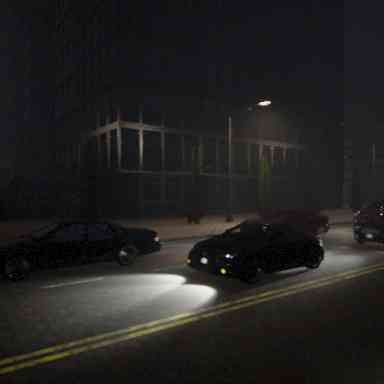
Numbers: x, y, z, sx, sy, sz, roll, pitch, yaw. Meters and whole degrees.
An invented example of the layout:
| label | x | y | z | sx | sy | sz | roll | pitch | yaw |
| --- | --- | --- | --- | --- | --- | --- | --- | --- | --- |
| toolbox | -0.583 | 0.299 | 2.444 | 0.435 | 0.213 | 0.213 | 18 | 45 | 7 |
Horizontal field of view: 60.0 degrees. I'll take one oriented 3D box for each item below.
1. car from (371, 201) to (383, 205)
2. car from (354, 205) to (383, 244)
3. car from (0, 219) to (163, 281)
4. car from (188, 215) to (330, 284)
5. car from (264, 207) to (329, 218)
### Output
| label | x | y | z | sx | sy | sz | roll | pitch | yaw |
| --- | --- | --- | --- | --- | --- | --- | --- | --- | --- |
| car | 12.418 | 1.375 | 21.409 | 4.553 | 1.767 | 2.097 | 0 | 0 | -35 |
| car | 9.113 | 1.508 | 14.749 | 4.902 | 1.511 | 2.128 | 0 | 0 | -35 |
| car | -3.544 | 1.550 | 10.048 | 5.357 | 1.411 | 2.033 | 0 | 0 | -35 |
| car | 1.941 | 1.571 | 9.647 | 4.181 | 1.385 | 1.994 | 0 | 0 | -35 |
| car | 4.458 | 1.491 | 15.746 | 5.008 | 1.535 | 1.882 | 0 | 0 | -35 |
